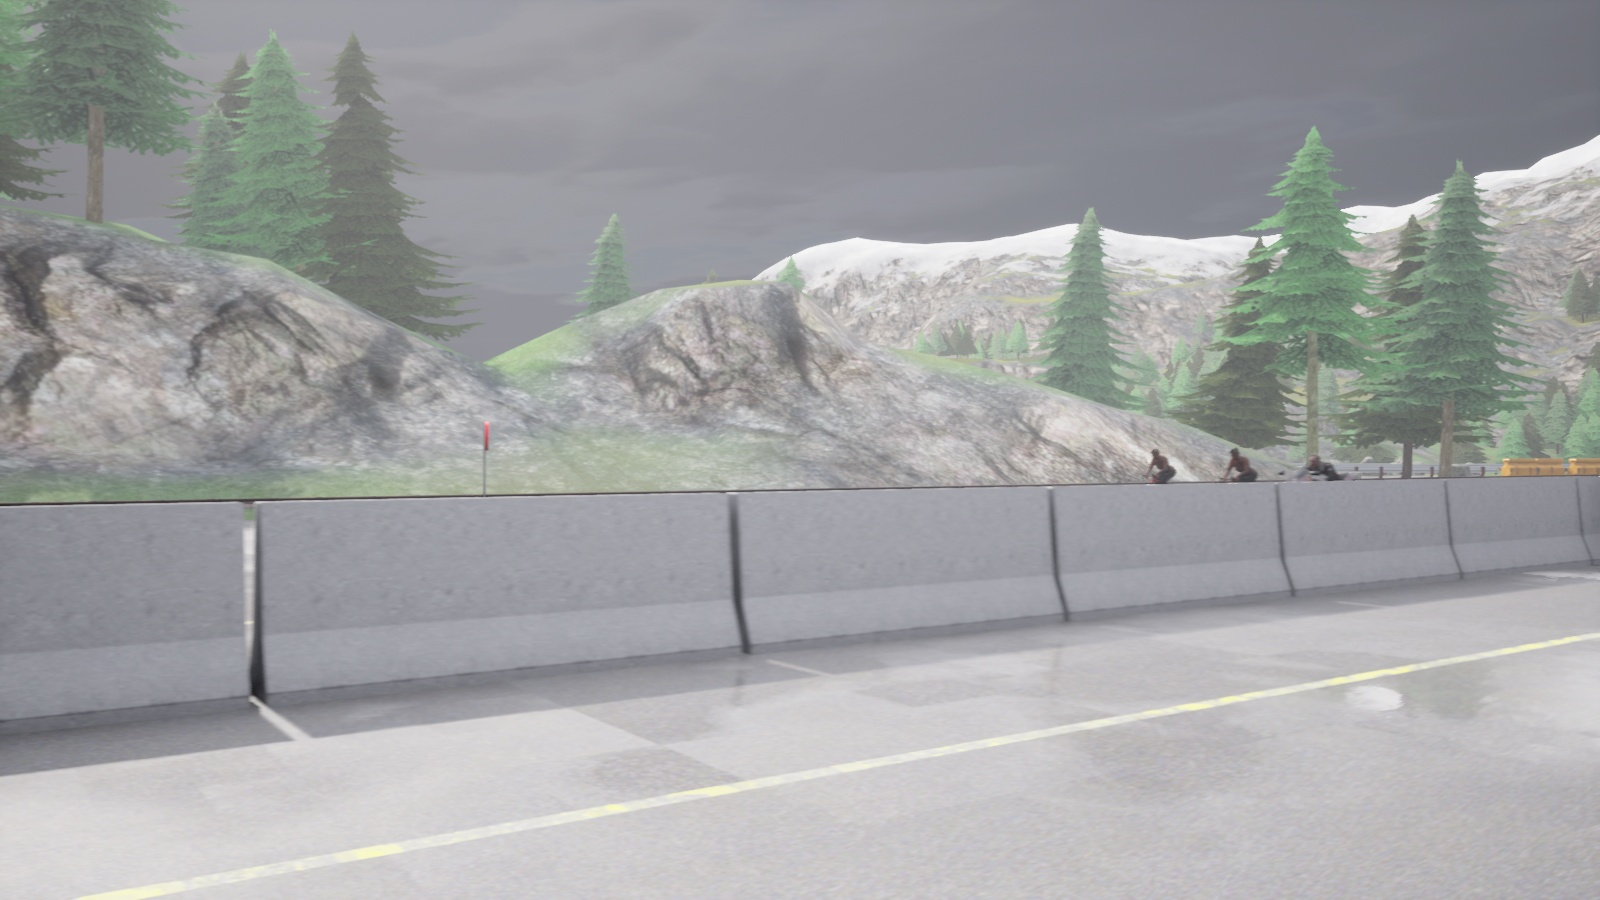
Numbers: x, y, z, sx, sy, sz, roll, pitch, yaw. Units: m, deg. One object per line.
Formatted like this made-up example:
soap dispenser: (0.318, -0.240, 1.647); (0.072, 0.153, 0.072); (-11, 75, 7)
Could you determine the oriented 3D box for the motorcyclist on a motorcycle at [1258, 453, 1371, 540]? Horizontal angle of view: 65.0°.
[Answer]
motorcyclist on a motorcycle: (9.451, 0.816, 23.030); (2.191, 1.530, 0.866); (0, 0, -35)
